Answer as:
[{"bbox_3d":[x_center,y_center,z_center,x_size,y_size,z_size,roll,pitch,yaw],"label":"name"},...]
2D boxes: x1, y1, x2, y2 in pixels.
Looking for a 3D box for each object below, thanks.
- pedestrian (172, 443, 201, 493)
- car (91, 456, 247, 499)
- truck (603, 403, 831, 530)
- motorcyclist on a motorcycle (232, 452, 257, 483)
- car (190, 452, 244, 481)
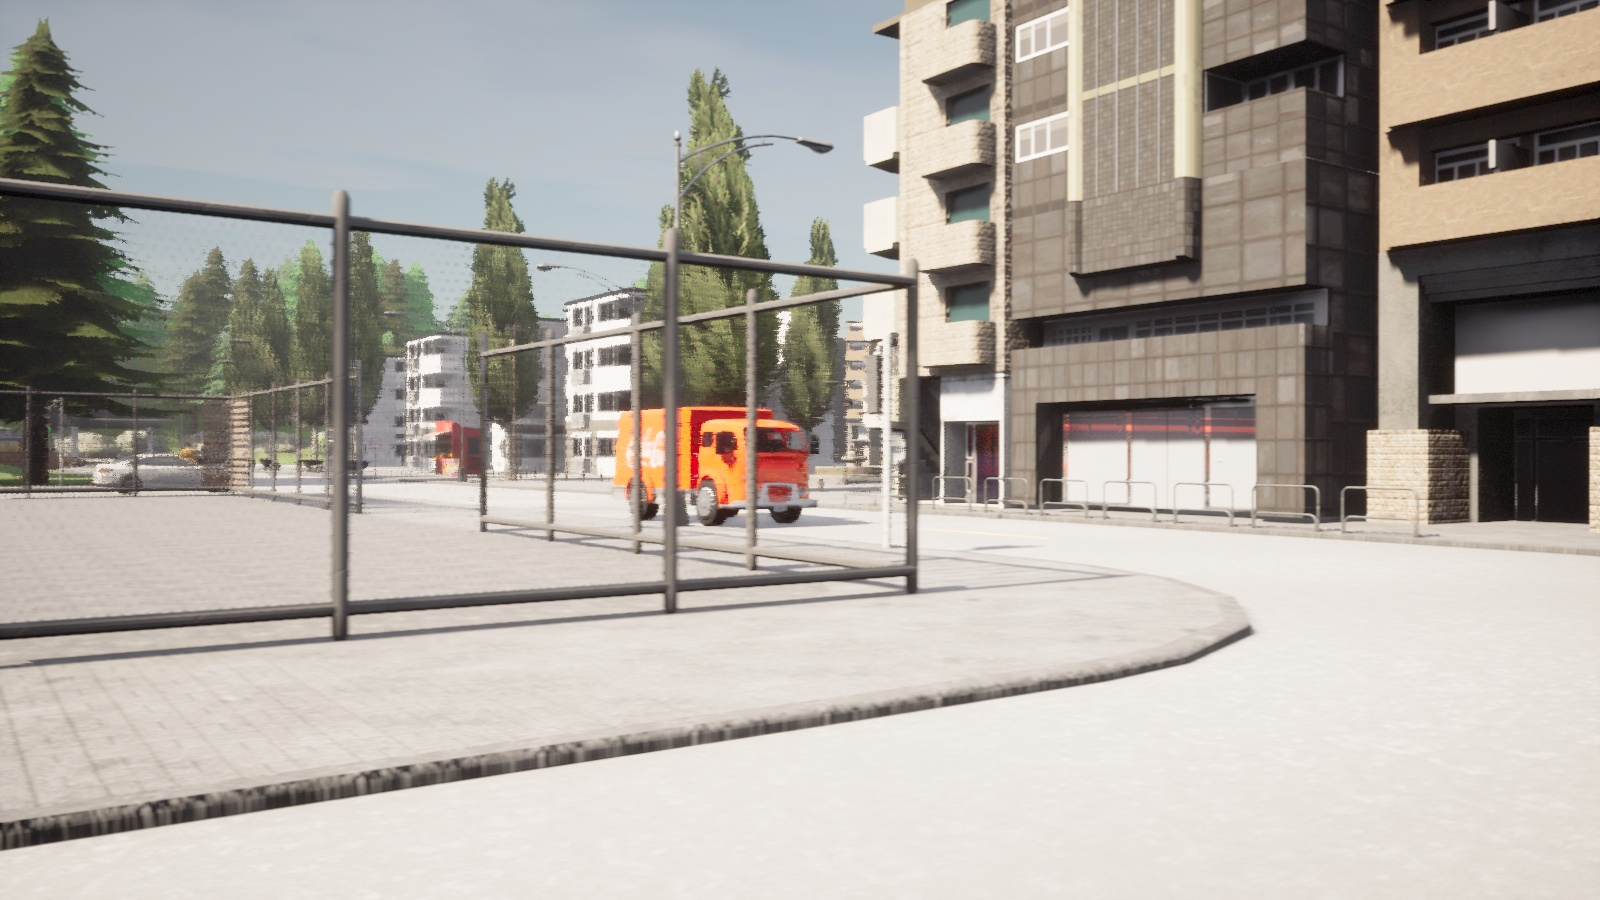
[{"bbox_3d":[-23.007,0.657,47.083,0.874,1.855,0.900,0,0,-35],"label":"pedestrian"},{"bbox_3d":[-22.114,0.925,44.093,4.674,1.442,1.812,0,0,-35],"label":"car"},{"bbox_3d":[-1.921,0.328,27.214,2.627,2.467,5.204,0,0,-35],"label":"truck"},{"bbox_3d":[-29.629,0.924,66.966,0.866,1.590,1.817,0,0,-34],"label":"motorcyclist on a motorcycle"},{"bbox_3d":[-34.082,0.926,73.329,2.033,1.649,4.856,0,0,-35],"label":"car"}]
